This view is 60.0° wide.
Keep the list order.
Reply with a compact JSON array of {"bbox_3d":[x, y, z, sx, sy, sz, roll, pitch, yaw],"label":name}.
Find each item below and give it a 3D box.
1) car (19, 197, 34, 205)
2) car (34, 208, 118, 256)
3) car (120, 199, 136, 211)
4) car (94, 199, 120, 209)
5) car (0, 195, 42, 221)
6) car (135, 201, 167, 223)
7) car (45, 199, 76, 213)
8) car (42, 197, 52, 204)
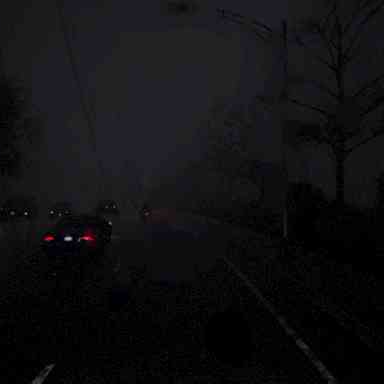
[{"bbox_3d":[-32.486,1.750,65.243,1.895,1.301,4.718,0,0,-35],"label":"car"},{"bbox_3d":[-4.364,1.586,13.352,2.033,1.411,5.357,0,0,-7],"label":"car"},{"bbox_3d":[-8.019,1.601,42.162,2.128,1.511,4.902,0,0,-20],"label":"car"},{"bbox_3d":[-8.505,1.438,32.699,2.097,1.767,4.553,0,0,-16],"label":"car"},{"bbox_3d":[-14.750,1.303,28.623,2.150,2.045,5.566,0,0,-16],"label":"car"},{"bbox_3d":[-3.162,1.614,26.413,2.033,1.411,5.357,0,0,-13],"label":"car"},{"bbox_3d":[-11.325,1.585,29.204,1.837,1.490,4.892,0,0,-16],"label":"car"},{"bbox_3d":[-28.467,1.678,65.653,1.812,1.442,4.674,0,0,-35],"label":"car"}]
